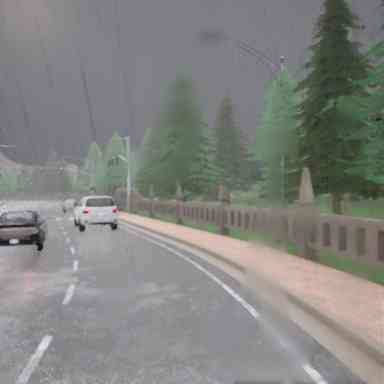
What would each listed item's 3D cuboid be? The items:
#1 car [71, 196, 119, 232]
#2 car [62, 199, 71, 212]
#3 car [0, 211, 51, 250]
[{"bbox_3d":[-6.095,1.250,20.909,2.150,2.045,5.566,-1,0,-23],"label":"car"},{"bbox_3d":[-14.544,1.613,40.038,1.812,1.442,4.674,-1,0,-24],"label":"car"},{"bbox_3d":[-7.168,1.544,14.066,2.128,1.511,4.902,-1,0,-21],"label":"car"}]
